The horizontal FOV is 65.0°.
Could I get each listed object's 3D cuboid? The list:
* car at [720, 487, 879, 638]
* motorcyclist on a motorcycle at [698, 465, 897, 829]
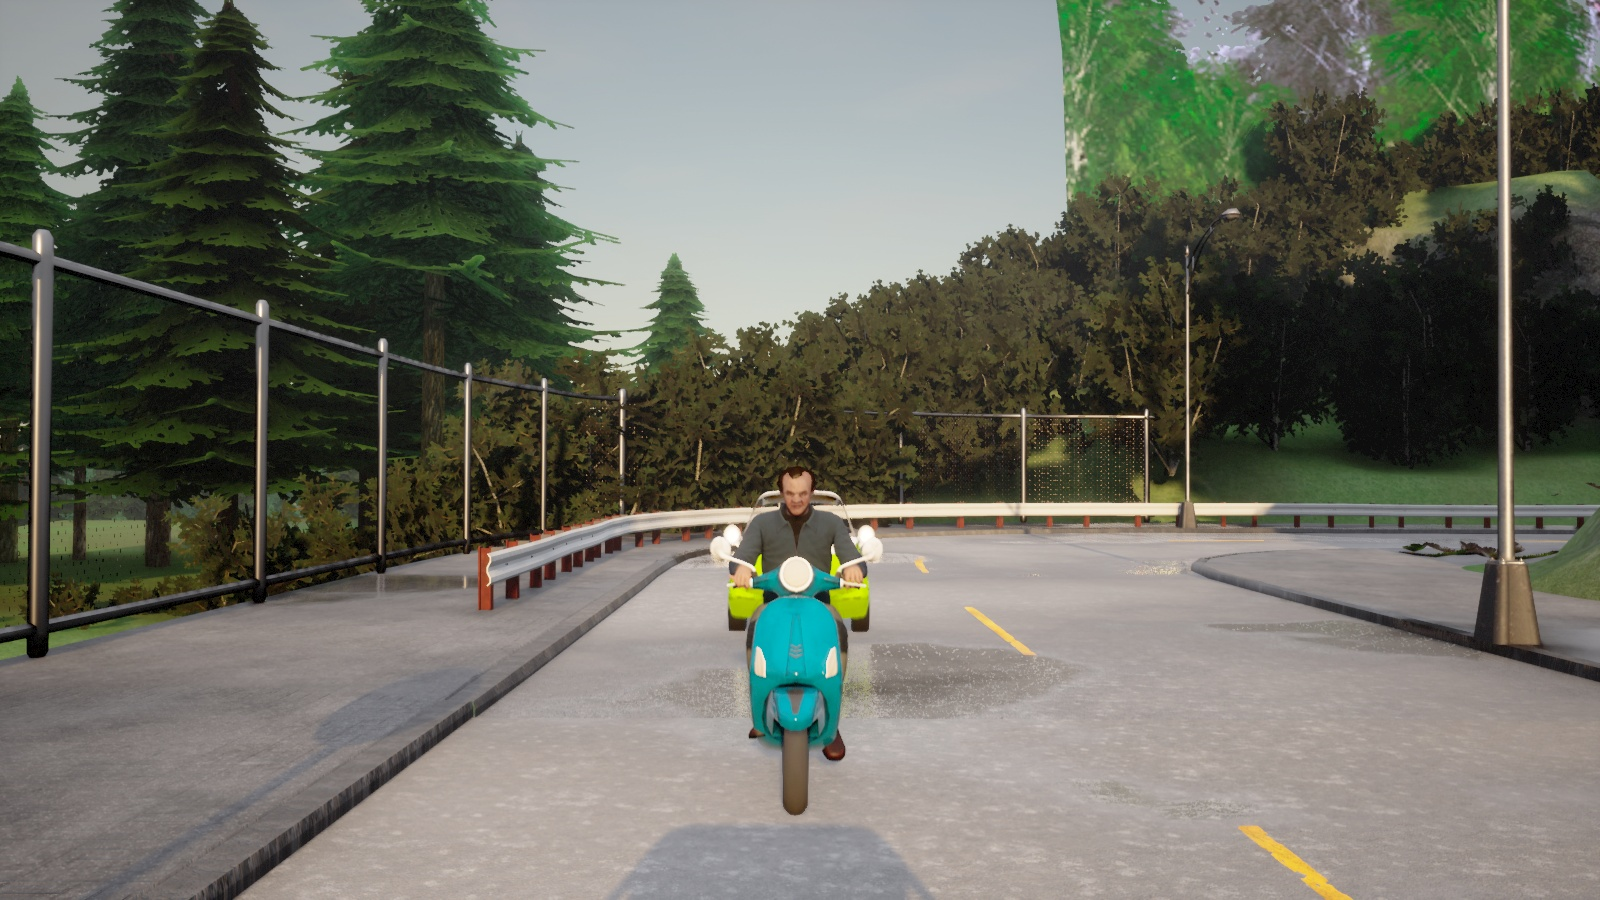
[{"bbox_3d":[0.005,1.086,12.860,1.481,1.376,2.207,0,-1,0],"label":"car"},{"bbox_3d":[-0.012,0.876,6.427,0.866,1.590,1.817,0,-1,0],"label":"motorcyclist on a motorcycle"}]
